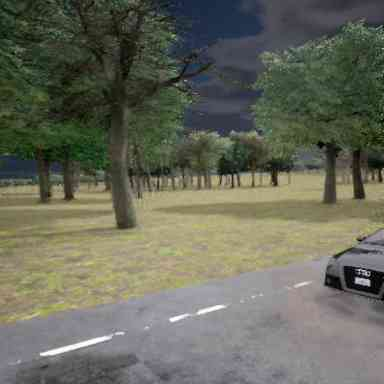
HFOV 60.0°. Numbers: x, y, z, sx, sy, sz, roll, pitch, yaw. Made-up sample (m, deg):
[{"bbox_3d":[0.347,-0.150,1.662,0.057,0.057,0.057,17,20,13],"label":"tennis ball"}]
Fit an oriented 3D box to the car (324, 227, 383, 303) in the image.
[{"bbox_3d":[4.844,1.487,7.430,4.181,1.385,1.994,-1,0,-35],"label":"car"}]
